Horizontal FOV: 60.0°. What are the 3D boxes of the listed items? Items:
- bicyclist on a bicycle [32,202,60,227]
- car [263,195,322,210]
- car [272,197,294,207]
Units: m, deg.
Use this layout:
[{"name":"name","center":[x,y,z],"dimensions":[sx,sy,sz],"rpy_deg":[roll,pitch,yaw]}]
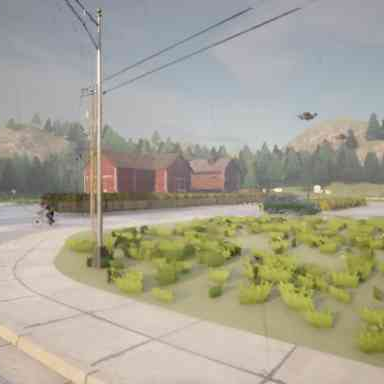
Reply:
[{"name":"bicyclist on a bicycle","center":[-9.549,1.479,21.751],"dimensions":[1.656,1.620,0.582],"rpy_deg":[0,0,-22]},{"name":"car","center":[9.672,1.276,32.400],"dimensions":[5.566,2.045,2.150],"rpy_deg":[0,0,41]},{"name":"car","center":[15.407,1.579,56.218],"dimensions":[1.882,1.535,5.008],"rpy_deg":[0,0,36]}]
